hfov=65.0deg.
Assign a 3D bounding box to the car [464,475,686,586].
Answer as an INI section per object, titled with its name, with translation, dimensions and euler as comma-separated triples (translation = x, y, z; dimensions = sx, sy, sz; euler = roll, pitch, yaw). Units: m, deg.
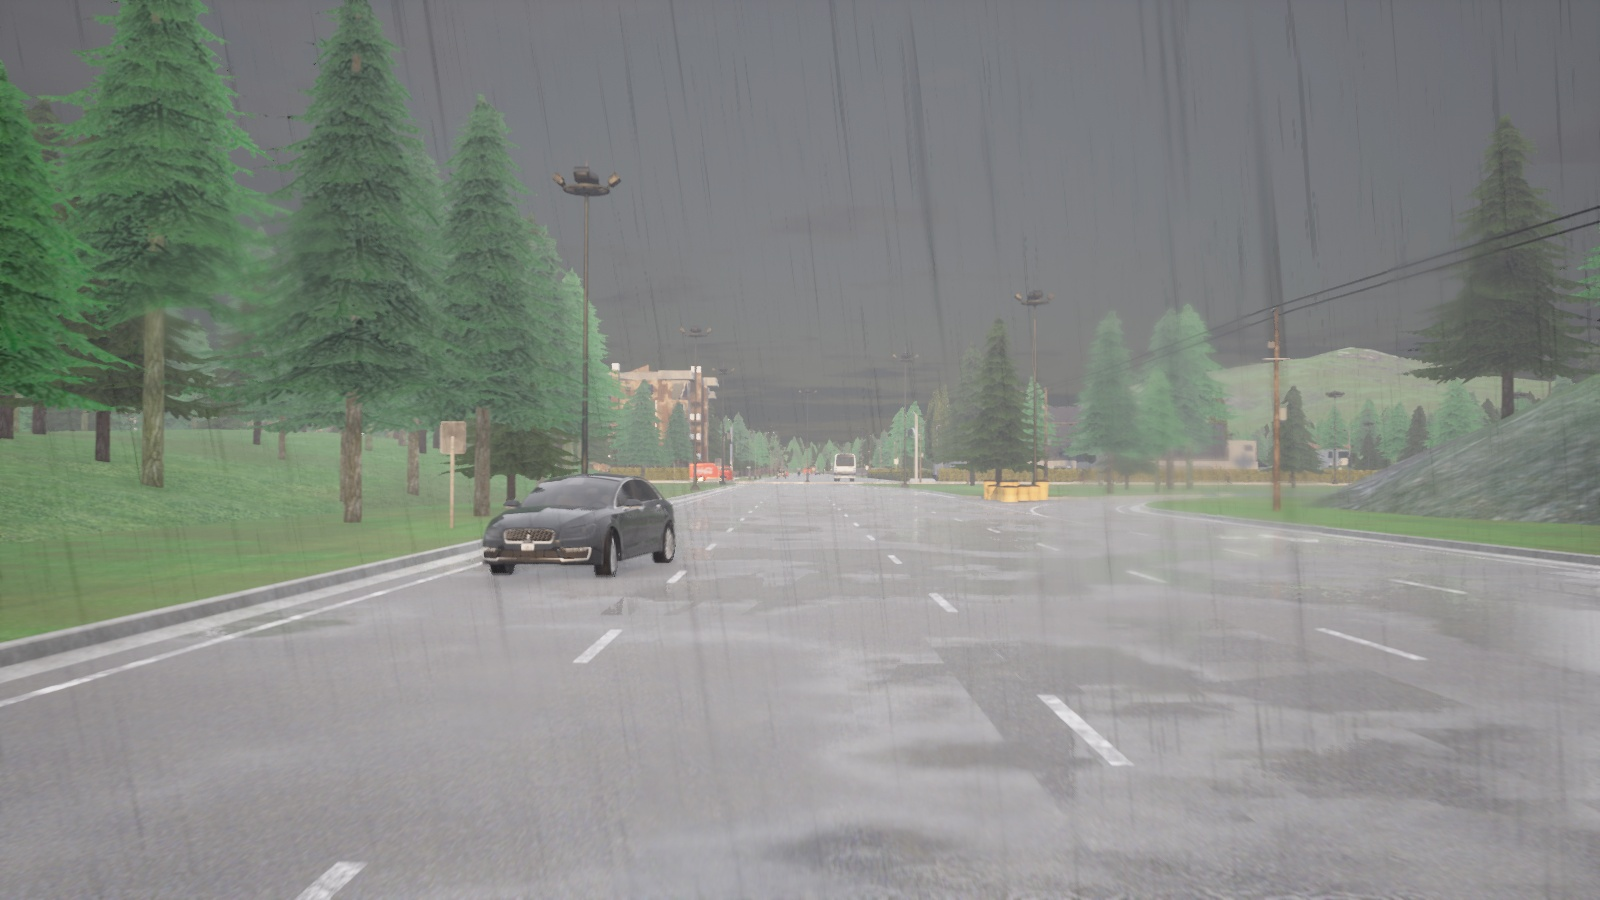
[car]
translation = -3.342, 1.163, 19.723
dimensions = 1.837, 1.490, 4.892
euler = -1, -1, 10
